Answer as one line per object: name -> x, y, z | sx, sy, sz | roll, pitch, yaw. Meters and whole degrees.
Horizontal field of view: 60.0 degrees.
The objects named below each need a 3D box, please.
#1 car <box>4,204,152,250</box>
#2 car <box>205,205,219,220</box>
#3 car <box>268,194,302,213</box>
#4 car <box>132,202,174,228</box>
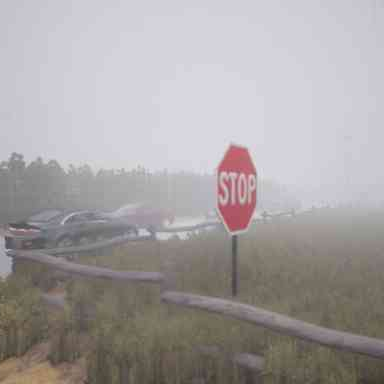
car -> -3.832, 1.322, 11.566 | 2.128, 1.511, 4.902 | 0, -1, 30
car -> 2.885, 1.452, 26.512 | 2.128, 1.511, 4.902 | 0, 0, 36
car -> 10.414, 1.250, 36.865 | 2.150, 2.045, 5.566 | 0, 0, 36
car -> -3.049, 1.354, 18.306 | 1.882, 1.535, 5.008 | 0, 0, 36
